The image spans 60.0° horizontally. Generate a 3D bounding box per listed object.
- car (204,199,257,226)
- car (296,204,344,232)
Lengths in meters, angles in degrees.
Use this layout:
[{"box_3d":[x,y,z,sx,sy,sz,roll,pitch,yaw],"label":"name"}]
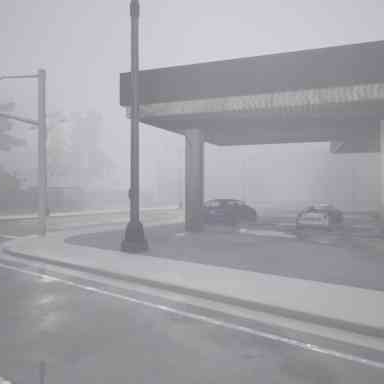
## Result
[{"box_3d":[2.624,1.295,22.607,2.242,1.667,4.611,0,0,37],"label":"car"},{"box_3d":[7.698,1.456,19.805,1.970,1.475,3.806,0,0,37],"label":"car"}]
